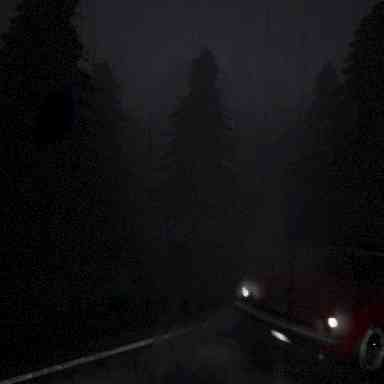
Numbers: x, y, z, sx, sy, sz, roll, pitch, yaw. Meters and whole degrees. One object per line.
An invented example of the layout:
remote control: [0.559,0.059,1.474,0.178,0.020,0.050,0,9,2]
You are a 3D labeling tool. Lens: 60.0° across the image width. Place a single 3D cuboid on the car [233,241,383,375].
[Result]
car: [2.979,1.602,5.687,4.718,1.301,1.895,0,0,-35]
